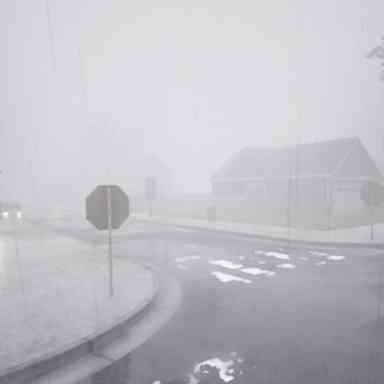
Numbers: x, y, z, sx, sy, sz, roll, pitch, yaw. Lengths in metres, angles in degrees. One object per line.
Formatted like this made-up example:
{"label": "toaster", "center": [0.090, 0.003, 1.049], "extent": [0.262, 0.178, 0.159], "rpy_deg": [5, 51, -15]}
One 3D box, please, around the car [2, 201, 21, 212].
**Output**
{"label": "car", "center": [-23.634, 1.796, 43.325], "extent": [1.895, 1.301, 4.718], "rpy_deg": [-2, 1, -36]}
